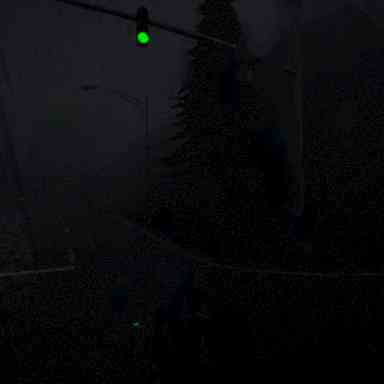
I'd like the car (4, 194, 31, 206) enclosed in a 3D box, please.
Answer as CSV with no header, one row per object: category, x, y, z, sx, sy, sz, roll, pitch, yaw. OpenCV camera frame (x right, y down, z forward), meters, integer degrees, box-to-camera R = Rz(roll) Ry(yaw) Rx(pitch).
car,-22.565,1.001,42.973,4.892,1.490,1.837,0,1,42
